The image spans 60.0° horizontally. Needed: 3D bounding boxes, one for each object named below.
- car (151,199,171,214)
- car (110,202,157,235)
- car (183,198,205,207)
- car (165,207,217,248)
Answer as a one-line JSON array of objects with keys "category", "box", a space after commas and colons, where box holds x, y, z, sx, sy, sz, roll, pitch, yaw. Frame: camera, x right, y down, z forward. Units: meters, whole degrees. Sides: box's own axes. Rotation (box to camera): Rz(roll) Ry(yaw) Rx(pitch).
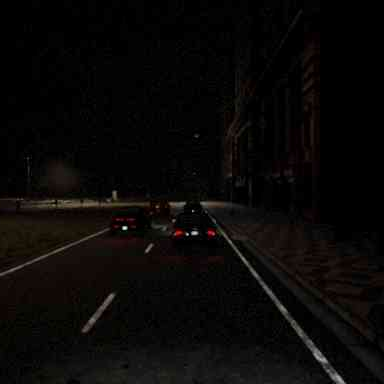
[{"category": "car", "box": [-3.393, 1.518, 34.699, 2.097, 1.767, 4.553, 0, 0, 0]}, {"category": "car", "box": [-3.397, 1.578, 19.242, 1.837, 1.490, 4.892, 0, 0, 0]}, {"category": "car", "box": [0.108, 1.673, 35.116, 1.837, 1.490, 4.892, 0, 0, 0]}, {"category": "car", "box": [0.102, 1.601, 14.911, 2.033, 1.411, 5.357, 0, 0, 0]}]
